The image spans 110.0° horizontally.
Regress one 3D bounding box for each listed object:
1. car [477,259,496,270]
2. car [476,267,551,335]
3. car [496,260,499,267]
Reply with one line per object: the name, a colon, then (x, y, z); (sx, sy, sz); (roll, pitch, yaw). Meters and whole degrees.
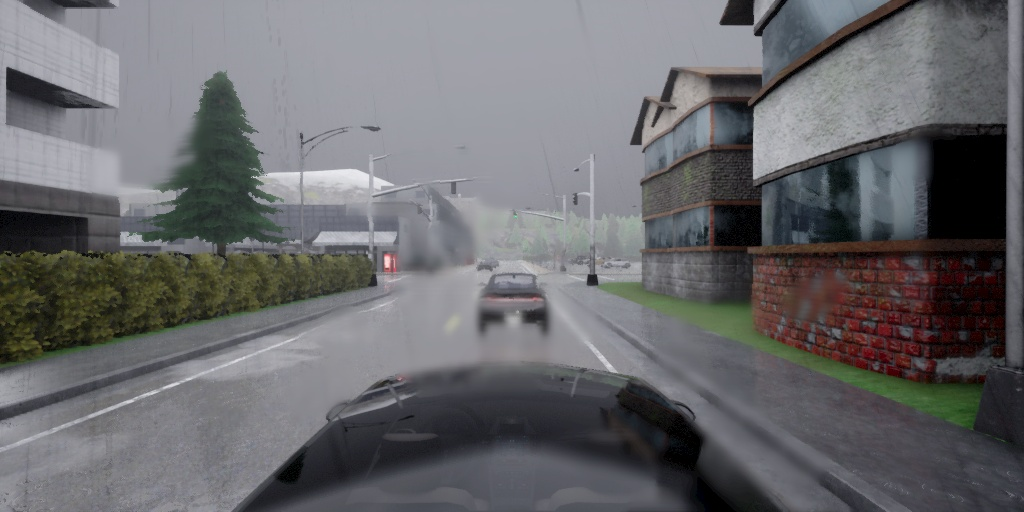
car: (-3.573, 1.351, 48.217); (1.895, 1.301, 4.718); (0, 0, 0)
car: (0.061, 1.242, 10.569); (2.128, 1.511, 4.902); (0, 0, 0)
car: (-3.558, 1.314, 58.243); (1.994, 1.385, 4.181); (0, 0, 0)
